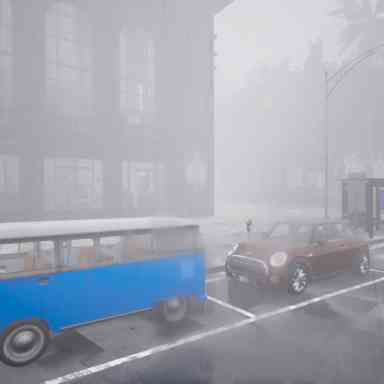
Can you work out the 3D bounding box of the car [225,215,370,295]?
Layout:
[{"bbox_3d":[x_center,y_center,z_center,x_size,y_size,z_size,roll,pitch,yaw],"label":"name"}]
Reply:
[{"bbox_3d":[2.784,1.439,8.624,4.097,1.590,1.967,0,0,-35],"label":"car"}]

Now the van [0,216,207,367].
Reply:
[{"bbox_3d":[-1.639,1.341,5.480,3.998,1.788,1.690,0,0,-35],"label":"van"}]
